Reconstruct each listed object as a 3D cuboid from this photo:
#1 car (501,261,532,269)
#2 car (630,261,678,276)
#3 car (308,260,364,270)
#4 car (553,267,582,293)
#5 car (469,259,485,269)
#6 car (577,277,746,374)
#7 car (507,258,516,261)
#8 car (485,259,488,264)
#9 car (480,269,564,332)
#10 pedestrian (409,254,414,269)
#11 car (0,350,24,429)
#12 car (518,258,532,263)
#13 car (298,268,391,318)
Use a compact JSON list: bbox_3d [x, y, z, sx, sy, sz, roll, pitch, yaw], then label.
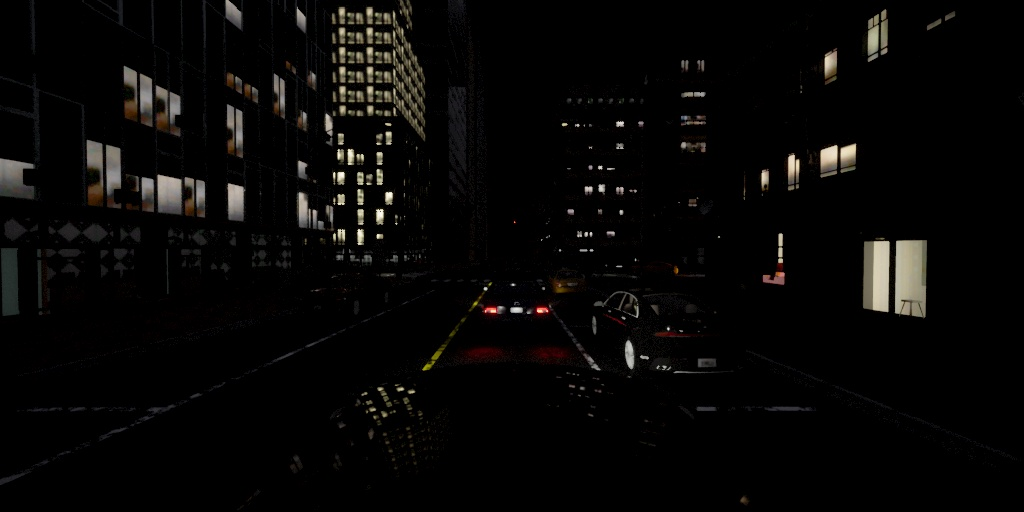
[{"bbox_3d":[0.057,1.249,21.193,1.837,1.490,4.892,0,0,0],"label":"car"},{"bbox_3d":[15.452,1.336,39.196,5.008,1.535,1.882,0,1,1],"label":"car"},{"bbox_3d":[-17.646,1.108,36.402,5.008,1.535,1.882,0,1,-1],"label":"car"},{"bbox_3d":[2.787,1.271,18.792,1.751,1.417,4.829,0,0,0],"label":"car"},{"bbox_3d":[-5.791,1.263,56.392,1.751,1.417,4.829,0,0,0],"label":"car"},{"bbox_3d":[2.807,1.299,7.333,2.007,1.370,4.403,0,0,0],"label":"car"},{"bbox_3d":[-0.021,1.338,63.561,1.895,1.301,4.718,0,0,0],"label":"car"},{"bbox_3d":[-5.802,1.303,62.216,1.948,1.339,4.313,0,0,0],"label":"car"},{"bbox_3d":[0.085,1.295,10.770,2.033,1.411,5.357,0,0,0],"label":"car"},{"bbox_3d":[-12.628,0.669,45.066,0.375,1.860,0.375,0,0,1],"label":"pedestrian"},{"bbox_3d":[-5.796,1.300,1.730,2.007,1.370,4.403,0,0,0],"label":"car"},{"bbox_3d":[2.579,1.288,62.231,2.007,1.370,4.403,0,0,0],"label":"car"},{"bbox_3d":[-5.843,1.292,13.020,1.888,1.381,4.507,0,0,0],"label":"car"}]
